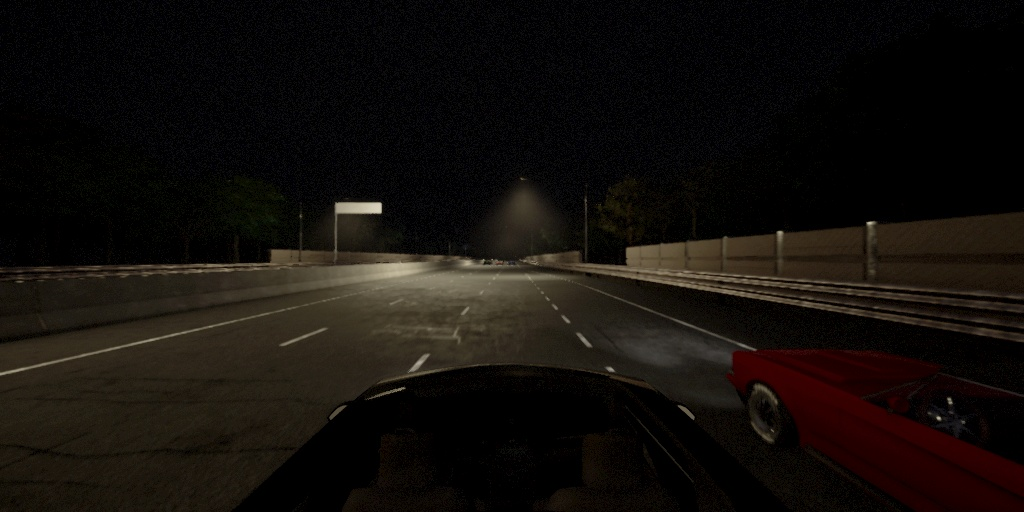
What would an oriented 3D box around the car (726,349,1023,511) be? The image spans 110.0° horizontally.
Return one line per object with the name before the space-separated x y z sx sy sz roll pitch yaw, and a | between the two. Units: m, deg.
car | 3.595 1.355 2.305 1.895 1.301 4.718 0 0 0
